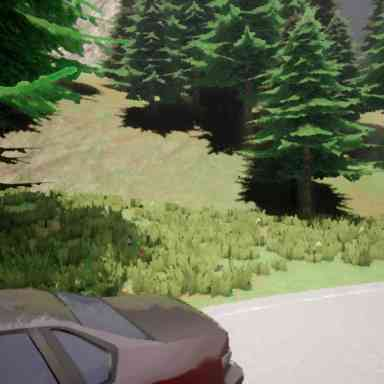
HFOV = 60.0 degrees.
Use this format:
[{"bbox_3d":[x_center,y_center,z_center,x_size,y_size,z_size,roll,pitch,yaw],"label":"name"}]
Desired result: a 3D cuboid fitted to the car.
[{"bbox_3d":[-2.090,1.548,2.302,5.357,1.411,2.033,0,0,-34],"label":"car"}]
